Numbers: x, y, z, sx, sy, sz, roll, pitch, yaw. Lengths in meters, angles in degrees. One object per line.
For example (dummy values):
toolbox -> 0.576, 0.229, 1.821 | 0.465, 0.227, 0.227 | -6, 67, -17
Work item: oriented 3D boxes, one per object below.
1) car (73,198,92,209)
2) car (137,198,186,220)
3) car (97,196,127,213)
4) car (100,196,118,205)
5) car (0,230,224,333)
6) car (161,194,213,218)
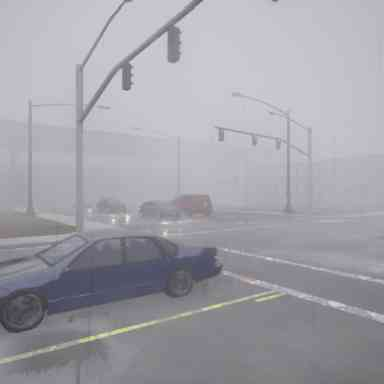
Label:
car -> -15.142, 1.526, 45.682 | 1.812, 1.442, 4.674 | 0, 0, -30
car -> -2.872, 1.505, 28.448 | 1.837, 1.490, 4.892 | 0, 0, -36
car -> -8.875, 1.478, 36.587 | 1.882, 1.535, 5.008 | 0, 0, -36
car -> -14.989, 1.477, 60.288 | 1.882, 1.535, 5.008 | -1, 0, 3
car -> -1.834, 1.547, 6.966 | 5.357, 1.411, 2.033 | 0, 0, -35
car -> -0.324, 1.221, 30.857 | 2.150, 2.045, 5.566 | 0, 0, -34
